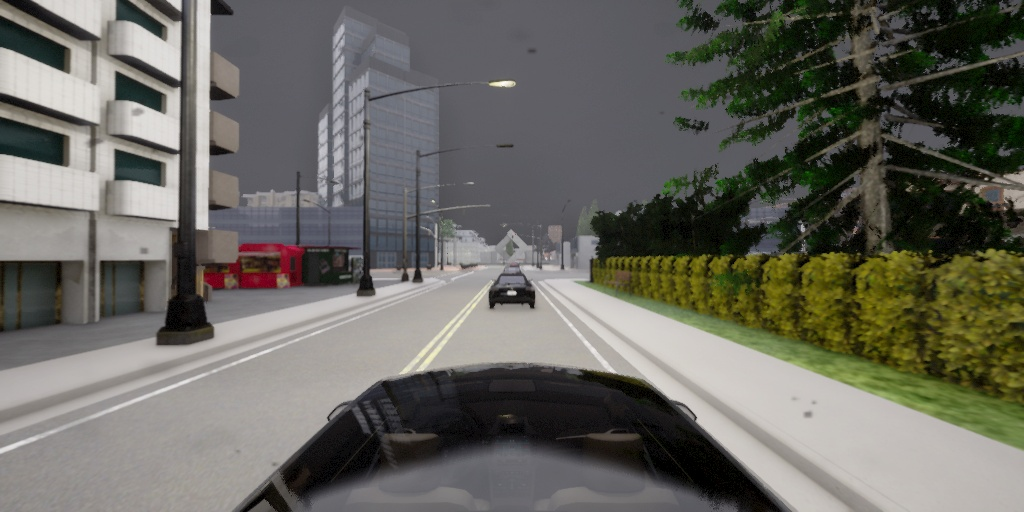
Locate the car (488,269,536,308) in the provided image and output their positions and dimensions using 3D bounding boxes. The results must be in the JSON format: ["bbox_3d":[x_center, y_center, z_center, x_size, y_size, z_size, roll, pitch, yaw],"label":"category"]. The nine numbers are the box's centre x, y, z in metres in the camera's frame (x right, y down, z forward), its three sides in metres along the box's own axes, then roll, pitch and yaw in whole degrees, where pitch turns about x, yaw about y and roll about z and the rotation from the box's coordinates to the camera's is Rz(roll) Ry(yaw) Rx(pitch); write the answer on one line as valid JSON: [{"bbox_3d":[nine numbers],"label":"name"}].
[{"bbox_3d":[0.006,1.448,16.132,1.994,1.385,4.181,0,0,0],"label":"car"}]

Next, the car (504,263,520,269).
[{"bbox_3d":[0.015,1.567,30.834,2.033,1.411,5.357,0,-1,0],"label":"car"}]
